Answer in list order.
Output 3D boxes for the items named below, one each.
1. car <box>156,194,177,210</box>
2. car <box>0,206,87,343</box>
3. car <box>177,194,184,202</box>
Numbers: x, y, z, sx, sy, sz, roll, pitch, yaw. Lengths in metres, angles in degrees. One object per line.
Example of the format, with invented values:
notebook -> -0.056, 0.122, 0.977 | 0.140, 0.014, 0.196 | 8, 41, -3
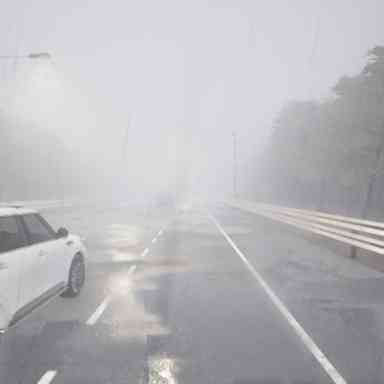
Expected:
car -> -3.496, 1.238, 44.070 | 2.150, 2.045, 5.566 | 0, 0, 0
car -> -3.502, 1.223, 5.378 | 2.150, 2.045, 5.566 | 0, 0, 0
car -> -3.467, 1.602, 73.214 | 1.994, 1.385, 4.181 | 0, 0, 0
